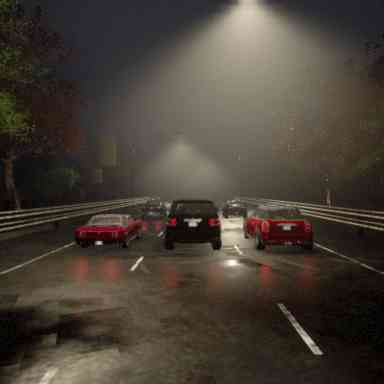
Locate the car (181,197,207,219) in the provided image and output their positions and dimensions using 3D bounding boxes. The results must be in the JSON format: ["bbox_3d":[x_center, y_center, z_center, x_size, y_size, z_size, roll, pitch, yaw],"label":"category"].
[{"bbox_3d":[0.208,1.363,29.493,2.097,1.767,4.553,0,0,1],"label":"car"}]

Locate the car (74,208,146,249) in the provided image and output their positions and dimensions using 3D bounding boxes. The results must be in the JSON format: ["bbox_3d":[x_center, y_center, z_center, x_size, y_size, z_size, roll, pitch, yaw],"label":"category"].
[{"bbox_3d":[-3.448,1.615,14.615,1.895,1.301,4.718,0,0,0],"label":"car"}]

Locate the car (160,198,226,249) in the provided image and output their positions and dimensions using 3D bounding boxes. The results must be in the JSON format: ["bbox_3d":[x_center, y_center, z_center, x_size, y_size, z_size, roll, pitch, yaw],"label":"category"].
[{"bbox_3d":[0.052,1.257,14.591,2.150,2.045,5.566,0,0,0],"label":"car"}]

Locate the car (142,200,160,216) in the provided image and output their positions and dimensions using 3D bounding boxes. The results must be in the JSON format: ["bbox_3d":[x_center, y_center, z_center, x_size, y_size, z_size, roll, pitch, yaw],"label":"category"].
[{"bbox_3d":[-3.291,1.492,29.572,2.128,1.511,4.902,0,0,1],"label":"car"}]

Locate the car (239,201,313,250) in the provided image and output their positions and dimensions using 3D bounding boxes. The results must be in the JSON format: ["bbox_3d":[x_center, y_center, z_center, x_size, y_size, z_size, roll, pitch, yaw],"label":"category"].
[{"bbox_3d":[3.551,1.365,14.507,2.097,1.767,4.553,0,0,0],"label":"car"}]

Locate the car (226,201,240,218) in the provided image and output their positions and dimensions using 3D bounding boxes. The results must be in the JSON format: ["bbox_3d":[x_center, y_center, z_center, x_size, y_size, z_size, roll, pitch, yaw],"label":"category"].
[{"bbox_3d":[3.708,1.493,29.474,2.128,1.511,4.902,0,0,1],"label":"car"}]
